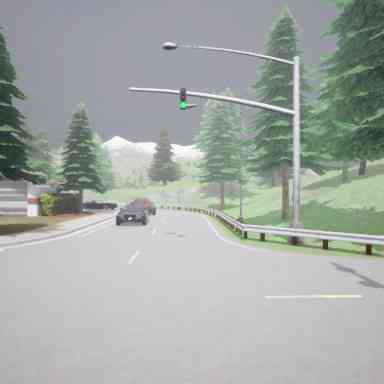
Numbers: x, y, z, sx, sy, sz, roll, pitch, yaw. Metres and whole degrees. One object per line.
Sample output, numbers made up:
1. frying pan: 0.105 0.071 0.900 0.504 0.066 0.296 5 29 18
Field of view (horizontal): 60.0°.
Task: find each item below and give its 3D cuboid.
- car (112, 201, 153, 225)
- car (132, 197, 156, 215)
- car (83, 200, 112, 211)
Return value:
1. car: -4.160 1.562 23.797 1.994 1.385 4.181 0 0 -3
2. car: -5.061 1.349 33.582 2.097 1.767 4.553 0 0 -20
3. car: -11.687 1.604 41.275 4.718 1.301 1.895 0 0 14
